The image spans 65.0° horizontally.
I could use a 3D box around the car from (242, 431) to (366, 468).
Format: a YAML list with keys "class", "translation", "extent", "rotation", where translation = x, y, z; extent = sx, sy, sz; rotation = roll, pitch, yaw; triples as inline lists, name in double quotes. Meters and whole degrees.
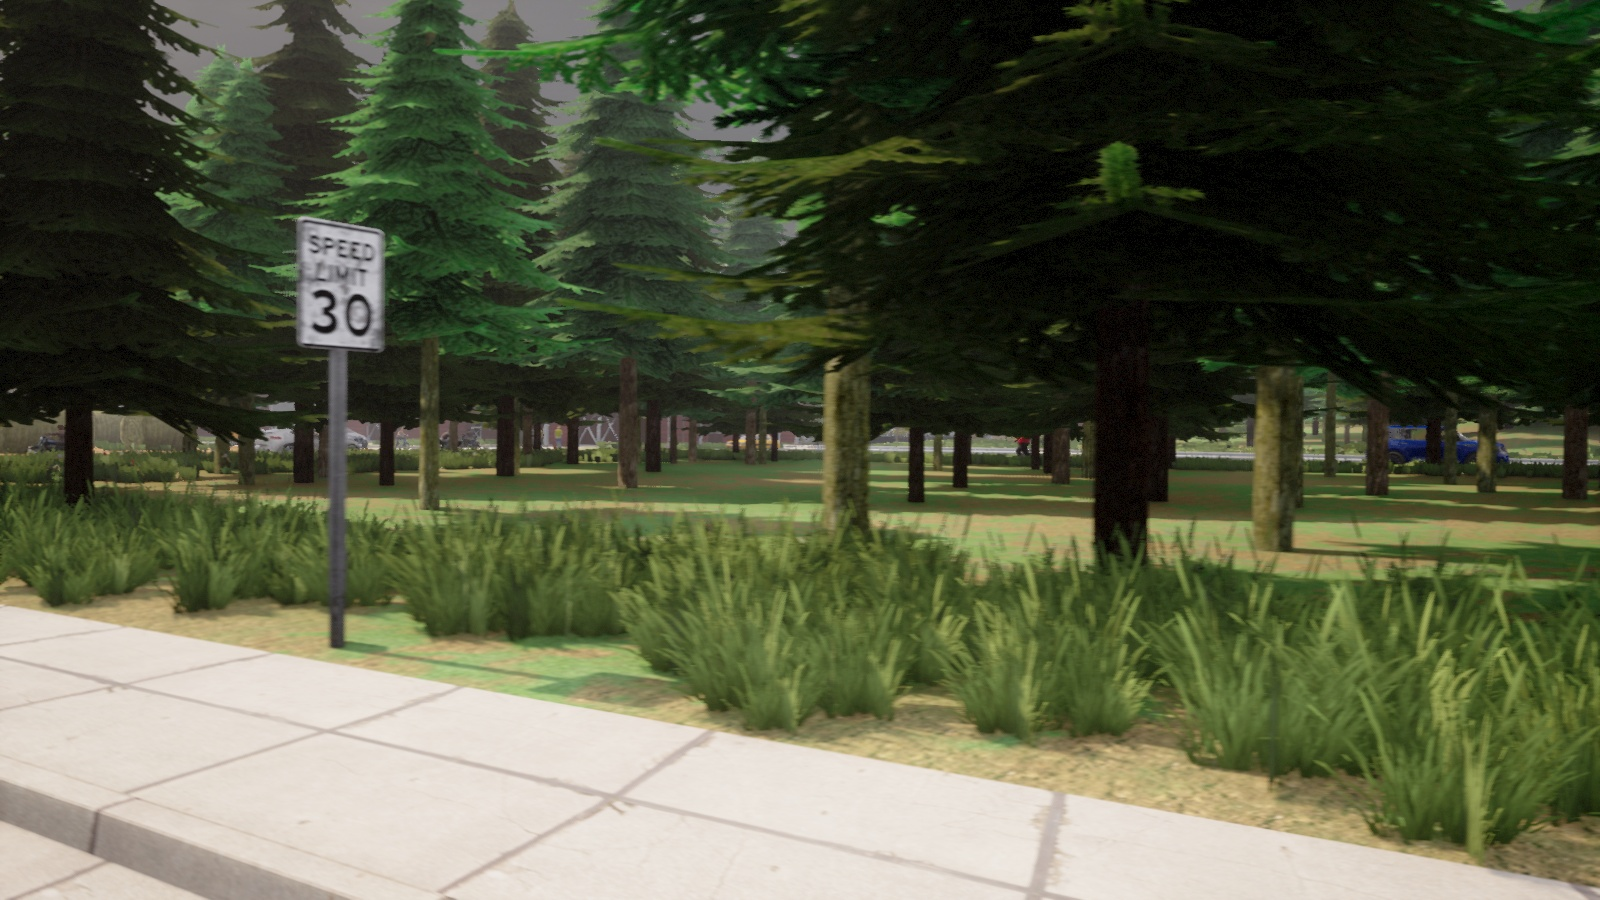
- class: "car"
  translation: [-23.070, -0.052, 58.582]
  extent: [2.152, 1.651, 5.027]
  rotation: [0, 1, 33]

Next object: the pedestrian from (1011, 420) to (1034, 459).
- class: "pedestrian"
  translation: [10.586, -0.514, 59.686]
  extent: [0.899, 1.844, 0.634]
  rotation: [0, 1, 35]

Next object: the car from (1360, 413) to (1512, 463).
- class: "car"
  translation: [27.223, -0.528, 53.825]
  extent: [5.566, 2.045, 2.150]
  rotation: [0, 1, 33]

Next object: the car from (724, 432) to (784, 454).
- class: "car"
  translation: [-3.455, -0.570, 95.466]
  extent: [1.801, 1.575, 5.366]
  rotation: [0, 1, 33]

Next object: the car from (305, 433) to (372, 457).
- class: "car"
  translation: [-33.814, -0.371, 92.026]
  extent: [4.611, 1.667, 2.242]
  rotation: [0, 1, 32]

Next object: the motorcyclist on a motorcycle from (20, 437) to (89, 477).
- class: "motorcyclist on a motorcycle"
  translation: [-31.152, 0.276, 52.506]
  extent: [0.766, 1.649, 2.350]
  rotation: [0, 1, 33]
